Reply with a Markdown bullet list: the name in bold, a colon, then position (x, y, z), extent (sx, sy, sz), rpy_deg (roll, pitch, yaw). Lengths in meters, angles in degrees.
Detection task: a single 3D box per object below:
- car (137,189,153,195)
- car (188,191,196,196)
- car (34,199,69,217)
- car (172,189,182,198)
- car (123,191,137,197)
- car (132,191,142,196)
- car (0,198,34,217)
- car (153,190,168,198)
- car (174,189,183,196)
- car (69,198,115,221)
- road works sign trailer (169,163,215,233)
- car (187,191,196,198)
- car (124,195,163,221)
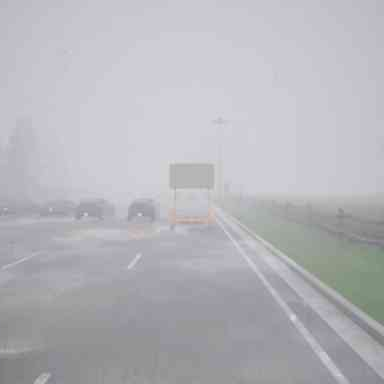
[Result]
- **car**: position (-10.506, 0.507, 74.502), extent (1.837, 1.490, 4.892), rpy_deg (0, 1, 0)
- **car**: position (-0.013, 0.314, 84.188), extent (1.895, 1.301, 4.718), rpy_deg (0, 1, 0)
- **car**: position (-10.405, 1.213, 26.480), extent (1.994, 1.385, 4.181), rpy_deg (0, 1, 0)
- **car**: position (-3.506, 0.484, 74.502), extent (1.882, 1.535, 5.008), rpy_deg (0, 1, 0)
- **car**: position (-14.006, 0.513, 74.118), extent (1.837, 1.490, 4.892), rpy_deg (0, 1, 0)
- **car**: position (-14.015, 0.328, 84.562), extent (1.895, 1.301, 4.718), rpy_deg (0, 1, 0)
- **car**: position (-13.903, 1.207, 26.951), extent (1.994, 1.385, 4.181), rpy_deg (0, 1, 0)
- **car**: position (-7.006, 0.532, 74.536), extent (1.812, 1.442, 4.674), rpy_deg (0, 1, 0)
- **car**: position (-3.515, 0.088, 84.530), extent (2.097, 1.767, 4.553), rpy_deg (0, 1, 0)
- **car**: position (-6.902, 1.184, 24.053), extent (1.837, 1.490, 4.892), rpy_deg (0, 0, 0)
- **road works sign trailer**: position (-0.002, 0.225, 17.961), extent (2.380, 3.560, 2.880), rpy_deg (0, 1, 0)
- **car**: position (-0.006, 0.536, 74.120), extent (1.812, 1.442, 4.674), rpy_deg (0, 1, 0)
- **car**: position (-3.401, 1.184, 24.045), extent (1.837, 1.490, 4.892), rpy_deg (0, 0, 0)
